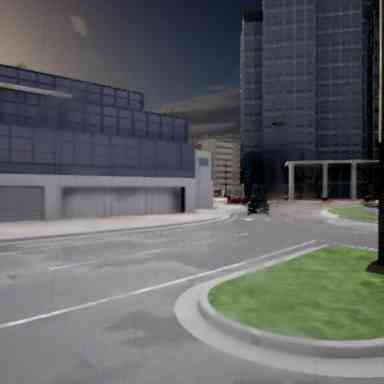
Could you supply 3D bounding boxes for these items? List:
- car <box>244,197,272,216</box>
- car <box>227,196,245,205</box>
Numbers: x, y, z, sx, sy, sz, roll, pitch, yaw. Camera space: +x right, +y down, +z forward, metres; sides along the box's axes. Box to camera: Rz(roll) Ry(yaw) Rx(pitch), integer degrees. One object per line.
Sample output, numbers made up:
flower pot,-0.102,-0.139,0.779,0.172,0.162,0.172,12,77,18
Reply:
car,5.948,1.269,29.297,1.837,1.490,4.892,0,0,15
car,7.139,1.214,49.018,1.895,1.301,4.718,0,0,-26
